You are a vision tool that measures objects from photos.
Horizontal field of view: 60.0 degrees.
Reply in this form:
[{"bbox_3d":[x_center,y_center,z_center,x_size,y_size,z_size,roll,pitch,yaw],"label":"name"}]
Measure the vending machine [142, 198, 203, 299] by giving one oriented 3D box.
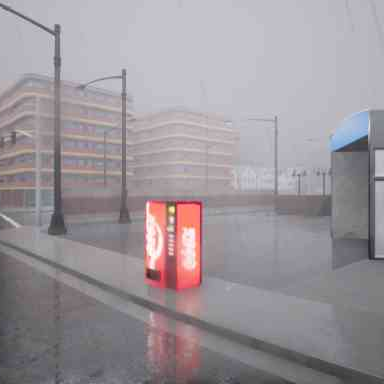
[{"bbox_3d":[-0.439,1.195,7.684,1.100,2.100,0.880,0,0,-44],"label":"vending machine"}]
